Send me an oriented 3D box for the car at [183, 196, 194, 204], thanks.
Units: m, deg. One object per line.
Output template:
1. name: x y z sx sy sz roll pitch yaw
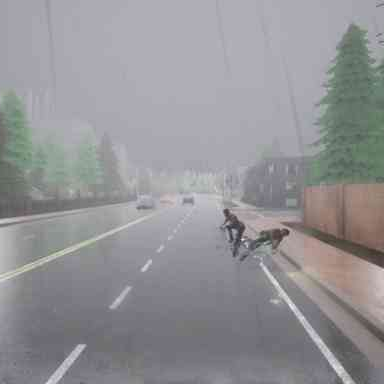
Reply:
1. car: -0.592 1.455 62.442 1.882 1.535 5.008 0 0 3

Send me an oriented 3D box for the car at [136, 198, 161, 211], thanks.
1. car: -5.336 1.549 39.936 1.994 1.385 4.181 0 0 3

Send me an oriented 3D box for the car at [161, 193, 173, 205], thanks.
1. car: -4.449 1.456 58.531 1.882 1.535 5.008 0 0 3

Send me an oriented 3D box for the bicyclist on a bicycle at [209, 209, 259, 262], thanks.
1. bicyclist on a bicycle: 1.308 1.395 11.272 1.656 1.620 0.582 1 -2 -21
